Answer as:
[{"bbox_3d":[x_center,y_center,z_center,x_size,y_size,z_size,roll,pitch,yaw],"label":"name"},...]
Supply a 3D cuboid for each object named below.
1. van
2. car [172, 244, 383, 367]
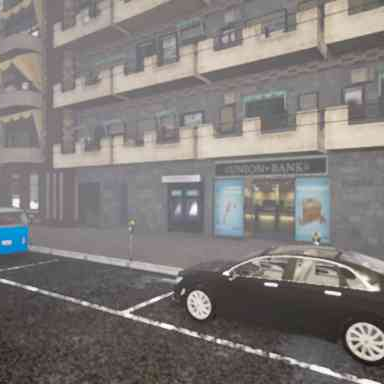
[{"bbox_3d":[-7.522,1.411,11.806,3.998,1.788,1.690,0,0,34],"label":"van"},{"bbox_3d":[1.665,1.582,5.673,4.403,1.369,2.008,0,0,34],"label":"car"}]
